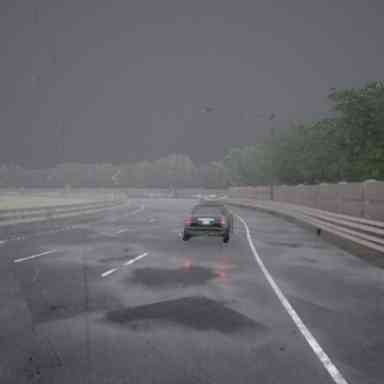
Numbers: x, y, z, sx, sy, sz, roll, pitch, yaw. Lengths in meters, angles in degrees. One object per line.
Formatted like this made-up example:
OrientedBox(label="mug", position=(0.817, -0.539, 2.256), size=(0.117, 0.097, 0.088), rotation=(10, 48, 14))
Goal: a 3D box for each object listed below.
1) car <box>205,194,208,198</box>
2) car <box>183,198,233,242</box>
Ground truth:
OrientedBox(label="car", position=(1.985, 1.492, 45.341), size=(1.882, 1.535, 5.008), rotation=(1, 0, -5))
OrientedBox(label="car", position=(0.940, 1.359, 16.694), size=(2.097, 1.767, 4.553), rotation=(0, 0, 9))
